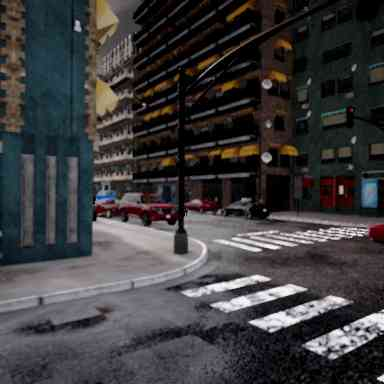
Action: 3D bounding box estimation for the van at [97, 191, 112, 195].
[{"bbox_3d":[-12.328,0.694,48.060,1.690,1.788,3.998,1,0,-36],"label":"van"}]

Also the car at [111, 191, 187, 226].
[{"bbox_3d":[-2.796,1.016,20.619,2.192,1.841,5.009,1,0,-36],"label":"car"}]

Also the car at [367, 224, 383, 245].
[{"bbox_3d":[9.239,1.582,12.436,4.718,1.301,1.895,0,0,26],"label":"car"}]

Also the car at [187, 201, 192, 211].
[{"bbox_3d":[-2.192,1.245,24.171,1.994,1.385,4.181,0,1,-36],"label":"car"}]

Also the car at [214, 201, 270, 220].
[{"bbox_3d":[4.006,1.320,25.503,1.947,1.339,4.313,1,0,-36],"label":"car"}]

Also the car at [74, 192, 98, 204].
[{"bbox_3d":[-15.211,0.795,47.516,1.882,1.535,5.008,0,1,-36],"label":"car"}]

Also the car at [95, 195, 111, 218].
[{"bbox_3d":[-6.071,1.165,25.130,1.887,1.381,4.507,1,0,-36],"label":"car"}]

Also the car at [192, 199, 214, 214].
[{"bbox_3d":[0.738,1.256,30.014,1.802,1.307,4.206,1,0,-36],"label":"car"}]
